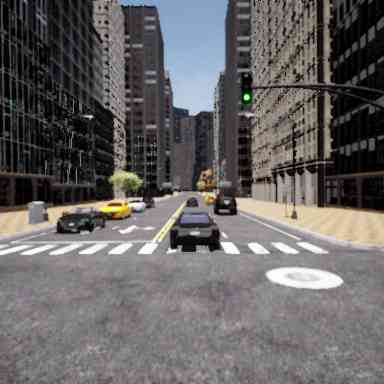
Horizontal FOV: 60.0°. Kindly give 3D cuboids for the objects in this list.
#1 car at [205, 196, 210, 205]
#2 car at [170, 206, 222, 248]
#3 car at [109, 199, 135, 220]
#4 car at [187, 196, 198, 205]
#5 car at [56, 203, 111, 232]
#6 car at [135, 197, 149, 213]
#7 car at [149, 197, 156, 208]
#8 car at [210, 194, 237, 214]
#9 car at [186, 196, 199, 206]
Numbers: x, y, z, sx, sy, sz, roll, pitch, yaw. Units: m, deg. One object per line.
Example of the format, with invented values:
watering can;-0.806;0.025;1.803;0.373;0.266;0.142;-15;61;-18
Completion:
car;3.383;1.471;59.733;1.882;1.535;5.008;-1;0;0
car;0.114;1.510;14.322;1.994;1.385;4.181;0;-1;0
car;-6.559;1.521;29.031;1.882;1.535;5.008;-1;0;0
car;0.060;1.505;61.359;1.882;1.535;5.008;-1;0;0
car;-6.576;1.592;20.102;1.994;1.385;4.181;-1;0;0
car;-6.495;1.584;38.479;1.812;1.442;4.674;-1;0;1
car;-6.455;1.578;48.680;1.837;1.490;4.892;-1;0;0
car;3.378;1.178;34.731;2.150;2.045;5.566;-1;0;0
car;0.049;1.519;51.300;1.837;1.490;4.892;-1;0;0
